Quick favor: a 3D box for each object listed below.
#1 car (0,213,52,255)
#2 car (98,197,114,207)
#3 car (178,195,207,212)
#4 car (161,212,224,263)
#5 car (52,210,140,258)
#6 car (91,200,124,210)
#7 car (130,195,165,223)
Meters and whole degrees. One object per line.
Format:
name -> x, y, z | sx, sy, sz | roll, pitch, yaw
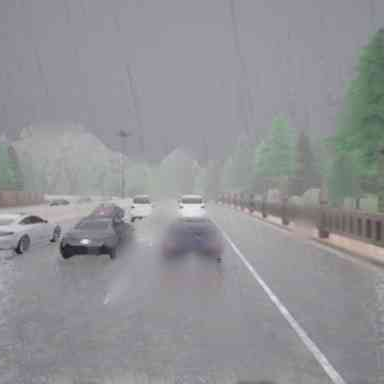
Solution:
car -> -6.954, 1.556, 13.337 | 1.812, 1.442, 4.674 | 0, 0, 1
car -> -14.459, 1.655, 56.396 | 1.812, 1.442, 4.674 | 0, 0, -4
car -> 0.025, 1.285, 26.585 | 2.150, 2.045, 5.566 | 0, 0, 0
car -> 0.033, 1.629, 12.094 | 1.895, 1.301, 4.718 | 0, 0, 1
car -> -3.458, 1.595, 12.882 | 1.994, 1.385, 4.181 | 0, 0, 1
car -> -6.961, 1.629, 27.876 | 1.994, 1.385, 4.181 | 0, 0, 1
car -> -3.475, 1.285, 26.529 | 2.150, 2.045, 5.566 | 0, 0, 0
